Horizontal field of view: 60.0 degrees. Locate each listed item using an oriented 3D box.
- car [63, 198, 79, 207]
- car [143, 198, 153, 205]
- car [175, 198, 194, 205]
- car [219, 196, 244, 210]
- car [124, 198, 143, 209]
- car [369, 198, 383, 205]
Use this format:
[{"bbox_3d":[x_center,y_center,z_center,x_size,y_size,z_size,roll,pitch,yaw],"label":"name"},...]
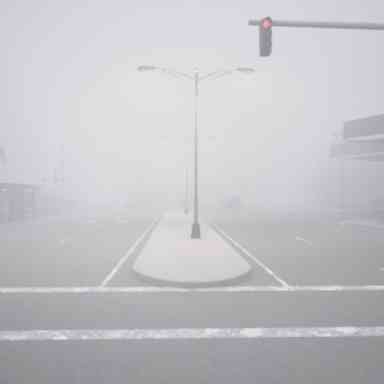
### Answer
[{"bbox_3d":[-22.075,1.775,57.463,5.008,1.535,1.882,0,0,-2],"label":"car"},{"bbox_3d":[-10.760,1.956,68.569,5.357,1.411,2.033,0,0,-2],"label":"car"},{"bbox_3d":[-1.424,1.990,72.443,4.674,1.442,1.812,0,0,-2],"label":"car"},{"bbox_3d":[5.788,1.622,48.999,2.150,2.045,5.566,0,1,-3],"label":"car"},{"bbox_3d":[-9.084,1.825,50.940,1.812,1.442,4.674,1,0,-2],"label":"car"},{"bbox_3d":[40.213,2.073,70.570,5.008,1.535,1.882,0,0,0],"label":"car"}]
